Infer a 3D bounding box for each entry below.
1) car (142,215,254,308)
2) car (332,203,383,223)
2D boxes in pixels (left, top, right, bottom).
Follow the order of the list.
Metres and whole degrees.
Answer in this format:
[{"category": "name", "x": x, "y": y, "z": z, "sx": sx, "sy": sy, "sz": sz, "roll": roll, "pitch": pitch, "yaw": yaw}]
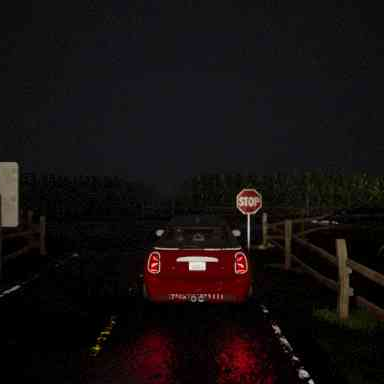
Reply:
[{"category": "car", "x": 0.150, "y": 1.351, "z": 8.096, "sx": 2.097, "sy": 1.767, "sz": 4.553, "roll": 0, "pitch": 0, "yaw": 1}, {"category": "car", "x": 12.307, "y": 1.456, "z": 23.741, "sx": 4.181, "sy": 1.385, "sz": 1.994, "roll": 0, "pitch": 0, "yaw": 0}]
